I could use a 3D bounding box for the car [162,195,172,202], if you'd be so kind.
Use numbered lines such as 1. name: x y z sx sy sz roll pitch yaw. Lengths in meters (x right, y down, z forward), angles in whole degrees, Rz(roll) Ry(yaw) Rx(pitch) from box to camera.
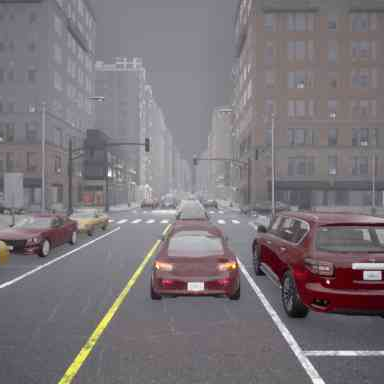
1. car: -5.938 1.465 79.620 1.967 1.590 4.097 1 0 0

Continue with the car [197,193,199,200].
1. car: 2.602 1.334 68.277 2.192 1.841 5.009 1 0 0

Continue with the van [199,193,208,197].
1. van: 2.608 1.357 62.604 1.690 1.788 3.998 1 0 0

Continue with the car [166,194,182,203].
1. car: -3.151 1.561 55.346 2.033 1.411 5.357 0 0 0

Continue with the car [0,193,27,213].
1. car: -17.294 1.197 29.740 4.553 1.767 2.097 1 -1 0

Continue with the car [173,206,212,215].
1. car: 0.043 1.605 17.446 1.895 1.301 4.718 0 0 0

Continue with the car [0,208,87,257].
1. car: -5.864 1.547 12.938 1.887 1.381 4.507 1 0 0

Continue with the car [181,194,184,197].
1. car: -3.105 1.565 65.774 2.033 1.411 5.357 0 0 1

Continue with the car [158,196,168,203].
1. car: -5.927 1.601 68.274 1.802 1.307 4.206 1 0 0

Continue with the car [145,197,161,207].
1. car: -5.907 1.556 51.256 1.887 1.381 4.507 1 0 0

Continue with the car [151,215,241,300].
1. car: 0.076 1.527 8.268 1.812 1.442 4.674 0 0 0

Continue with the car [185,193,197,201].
1. car: -0.095 1.569 85.314 2.033 1.411 5.357 0 0 0

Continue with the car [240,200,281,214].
1. car: 7.116 1.597 32.456 4.892 1.490 1.837 1 -1 -5

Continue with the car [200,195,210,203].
1. car: 2.618 1.594 51.257 1.802 1.307 4.206 1 0 0

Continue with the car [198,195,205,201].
1. car: 2.573 1.598 90.970 1.947 1.339 4.313 1 0 0

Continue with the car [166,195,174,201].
1. car: -5.952 1.614 90.965 1.802 1.307 4.206 1 0 0

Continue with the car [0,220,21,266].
1. car: -5.857 1.526 7.144 1.752 1.417 4.829 1 0 0

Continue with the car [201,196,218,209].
1. car: 2.625 1.592 45.583 1.802 1.307 4.206 1 0 0

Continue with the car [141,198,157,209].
1. car: -5.901 1.555 45.583 1.887 1.381 4.507 1 0 0

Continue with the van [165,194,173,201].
1. van: -5.944 1.370 85.293 1.690 1.788 3.998 1 0 0

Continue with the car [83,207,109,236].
1. car: -5.870 1.529 18.393 1.752 1.417 4.829 1 0 0

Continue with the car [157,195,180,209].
1. car: -3.135 1.502 45.495 2.128 1.511 4.902 0 0 1

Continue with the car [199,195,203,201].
1. car: 2.612 1.596 56.930 1.802 1.307 4.206 1 0 0

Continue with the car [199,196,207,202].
1. car: 2.586 1.607 79.623 1.802 1.307 4.206 1 0 0

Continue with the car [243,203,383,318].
1. car: 2.670 1.317 7.315 2.192 1.841 5.009 1 0 0
